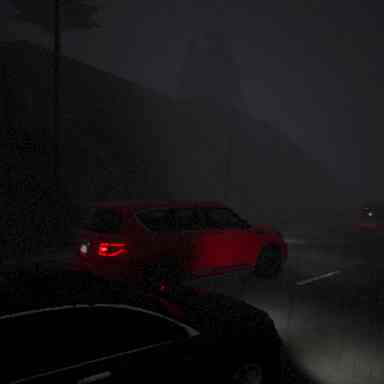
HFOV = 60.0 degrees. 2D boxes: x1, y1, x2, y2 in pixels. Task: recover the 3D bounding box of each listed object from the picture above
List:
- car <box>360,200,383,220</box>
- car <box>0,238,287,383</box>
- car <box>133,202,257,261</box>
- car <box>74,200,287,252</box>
[{"bbox_3d":[15.606,1.483,27.951,1.837,1.490,4.892,0,0,41],"label":"car"},{"bbox_3d":[-1.221,1.505,2.996,4.892,1.490,1.837,0,0,-36],"label":"car"},{"bbox_3d":[0.240,1.346,12.987,4.553,1.767,2.097,0,0,-39],"label":"car"},{"bbox_3d":[-0.031,1.218,8.235,5.566,2.045,2.150,0,0,-38],"label":"car"}]
